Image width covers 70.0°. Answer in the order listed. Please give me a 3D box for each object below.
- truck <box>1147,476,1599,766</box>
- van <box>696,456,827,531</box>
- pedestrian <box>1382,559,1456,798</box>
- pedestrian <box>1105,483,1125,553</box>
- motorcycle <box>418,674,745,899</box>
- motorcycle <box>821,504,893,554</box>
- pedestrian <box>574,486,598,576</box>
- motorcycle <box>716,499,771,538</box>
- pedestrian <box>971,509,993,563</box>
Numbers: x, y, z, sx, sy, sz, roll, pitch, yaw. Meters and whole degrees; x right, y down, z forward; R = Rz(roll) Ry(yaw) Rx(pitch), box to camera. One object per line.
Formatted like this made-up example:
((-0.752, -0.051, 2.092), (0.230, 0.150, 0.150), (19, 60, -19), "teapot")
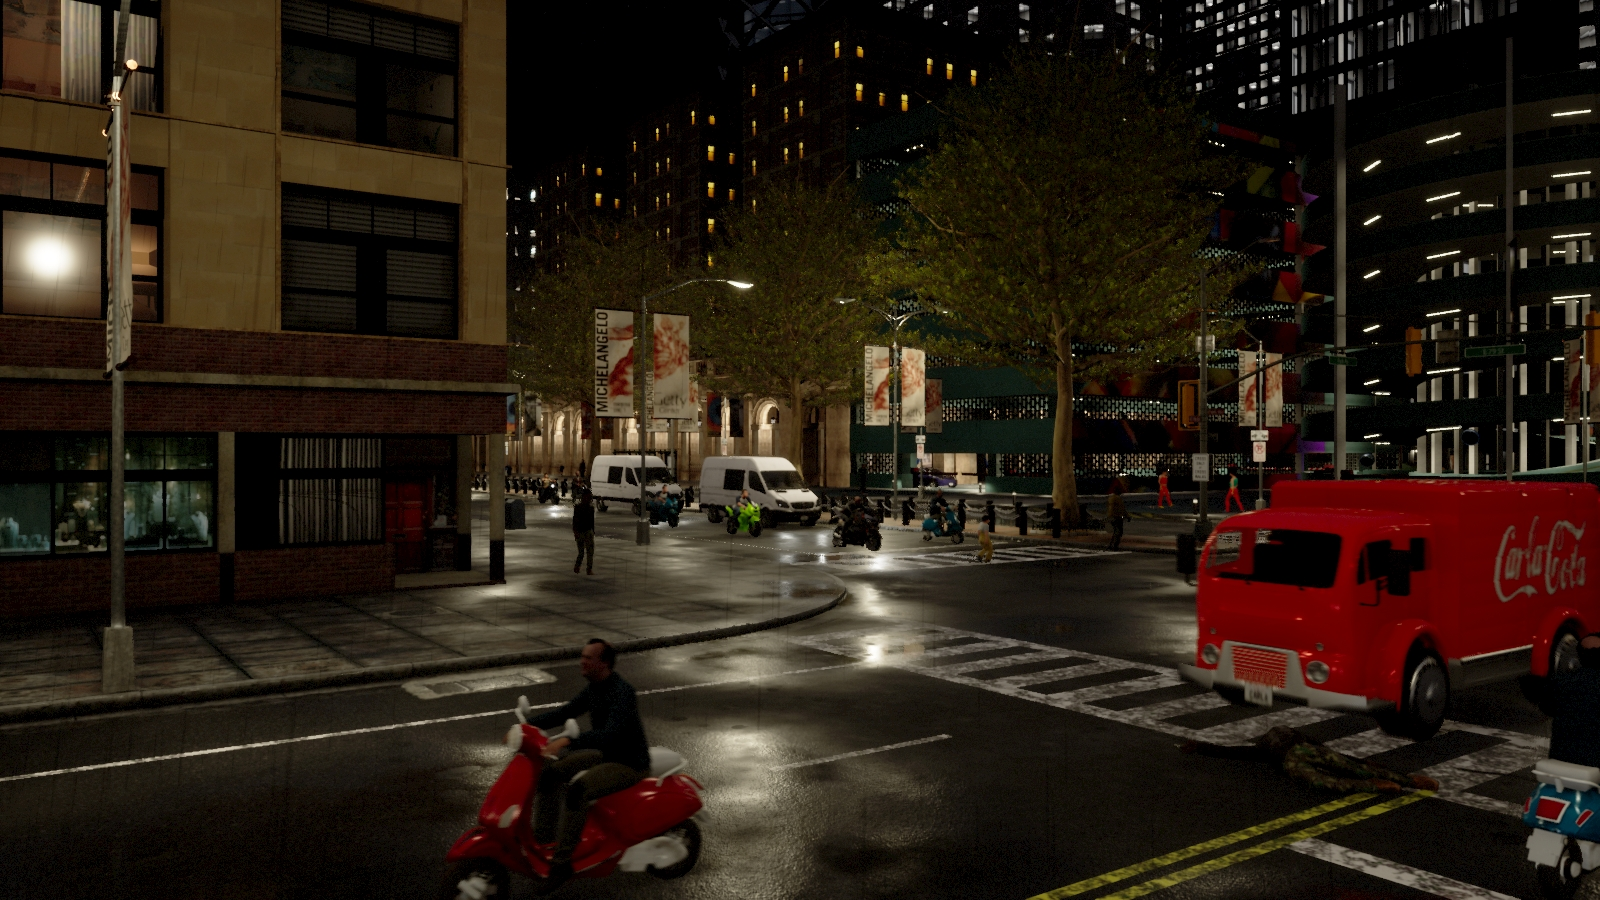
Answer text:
((6.612, 1.570, 12.663), (5.204, 2.467, 2.627), (0, 0, -35), "truck")
((-1.537, 1.535, 42.681), (1.988, 2.561, 5.915), (0, 0, -35), "van")
((5.062, 1.848, 9.351), (0.375, 1.860, 0.375), (0, 0, -17), "pedestrian")
((8.582, 1.849, 31.136), (0.375, 1.860, 0.375), (0, 0, -30), "pedestrian")
((-1.333, 2.182, 7.105), (1.805, 1.236, 0.856), (0, 0, -35), "motorcycle")
((1.583, 2.205, 32.140), (0.867, 1.251, 2.209), (0, 0, -34), "motorcycle")
((-4.517, 1.699, 24.122), (0.375, 1.860, 0.375), (0, 0, -35), "pedestrian")
((-1.839, 2.213, 37.035), (0.803, 1.145, 2.033), (0, 0, -35), "motorcycle")
((4.500, 2.129, 28.241), (0.375, 1.300, 0.375), (0, 0, -30), "pedestrian")
